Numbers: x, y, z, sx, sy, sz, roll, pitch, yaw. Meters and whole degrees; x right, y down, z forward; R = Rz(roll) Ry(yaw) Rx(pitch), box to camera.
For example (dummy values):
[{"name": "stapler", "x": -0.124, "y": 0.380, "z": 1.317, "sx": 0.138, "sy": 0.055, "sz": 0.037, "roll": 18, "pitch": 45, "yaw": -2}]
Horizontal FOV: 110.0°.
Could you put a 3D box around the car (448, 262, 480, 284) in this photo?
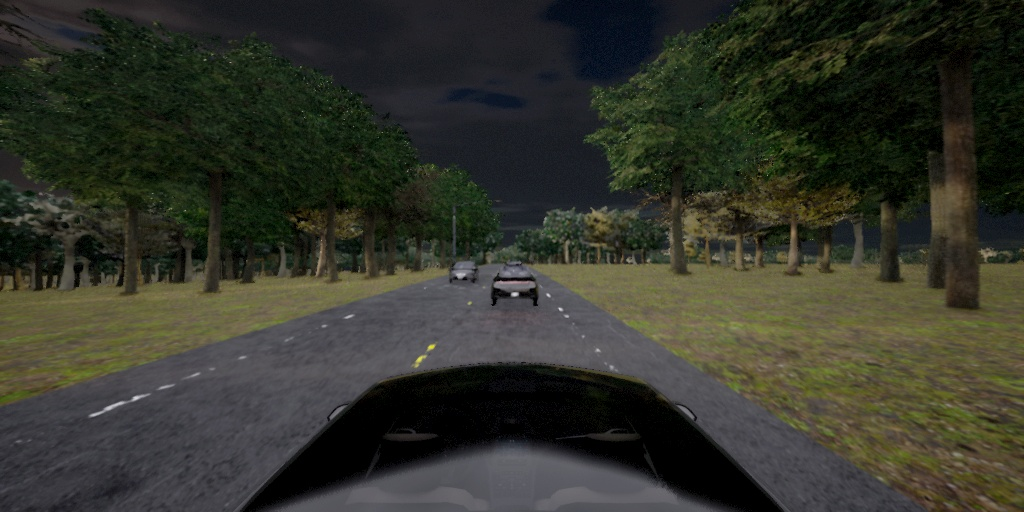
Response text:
[{"name": "car", "x": -3.451, "y": 1.167, "z": 26.508, "sx": 2.128, "sy": 1.511, "sz": 4.902, "roll": 0, "pitch": 0, "yaw": 0}]

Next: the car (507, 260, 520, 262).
[{"name": "car", "x": 0.163, "y": 1.176, "z": 35.419, "sx": 2.128, "sy": 1.511, "sz": 4.902, "roll": 0, "pitch": 0, "yaw": 0}]

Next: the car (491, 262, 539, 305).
[{"name": "car", "x": 0.112, "y": 1.180, "z": 15.496, "sx": 2.128, "sy": 1.511, "sz": 4.902, "roll": 0, "pitch": 0, "yaw": 0}]
